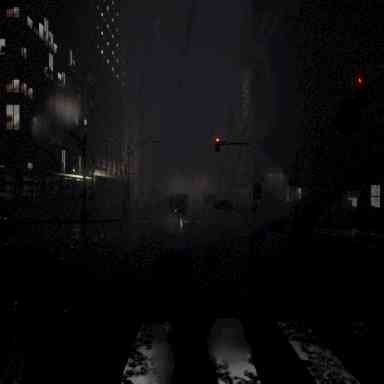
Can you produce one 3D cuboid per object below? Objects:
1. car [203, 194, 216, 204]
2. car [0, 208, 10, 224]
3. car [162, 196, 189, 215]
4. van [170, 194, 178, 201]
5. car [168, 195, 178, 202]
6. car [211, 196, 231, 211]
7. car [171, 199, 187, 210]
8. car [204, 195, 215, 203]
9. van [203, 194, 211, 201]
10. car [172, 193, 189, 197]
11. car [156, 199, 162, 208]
[{"bbox_3d":[3.674,1.312,63.906,2.192,1.841,5.009,0,0,0],"label":"car"},{"bbox_3d":[-13.129,1.307,19.270,4.674,1.442,1.812,1,0,-3],"label":"car"},{"bbox_3d":[-1.569,1.508,33.724,2.128,1.511,4.902,0,0,-1],"label":"car"},{"bbox_3d":[-4.305,1.321,80.442,1.690,1.788,3.998,0,0,0],"label":"van"},{"bbox_3d":[-4.272,1.426,74.915,1.967,1.590,4.097,0,0,0],"label":"car"},{"bbox_3d":[3.855,1.579,41.797,1.947,1.339,4.313,0,0,0],"label":"car"},{"bbox_3d":[-1.615,1.613,43.644,1.895,1.301,4.718,0,0,0],"label":"car"},{"bbox_3d":[3.641,1.432,69.434,1.967,1.590,4.097,0,0,0],"label":"car"},{"bbox_3d":[3.575,1.321,80.489,1.690,1.788,3.998,0,0,0],"label":"van"},{"bbox_3d":[-1.667,1.228,54.140,2.150,2.045,5.566,0,0,0],"label":"car"},{"bbox_3d":[-4.107,1.592,47.277,1.802,1.307,4.206,0,0,0],"label":"car"}]
